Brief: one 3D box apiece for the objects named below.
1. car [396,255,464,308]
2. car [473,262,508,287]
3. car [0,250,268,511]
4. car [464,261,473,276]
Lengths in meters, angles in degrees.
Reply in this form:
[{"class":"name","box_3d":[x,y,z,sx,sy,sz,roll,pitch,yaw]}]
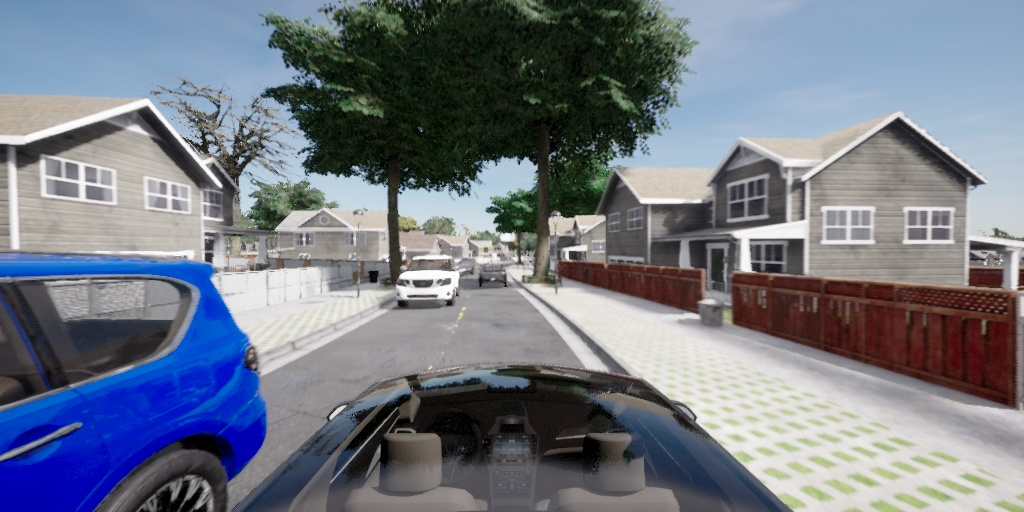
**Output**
[{"class":"car","box_3d":[-3.493,0.982,15.831,2.150,2.045,5.566,0,0,-5]},{"class":"car","box_3d":[-1.317,1.235,24.611,2.128,1.511,4.902,0,0,-4]},{"class":"car","box_3d":[-2.924,0.985,0.412,2.150,2.045,5.566,0,0,0]},{"class":"car","box_3d":[-4.870,1.252,37.510,2.128,1.511,4.902,0,0,-2]}]
